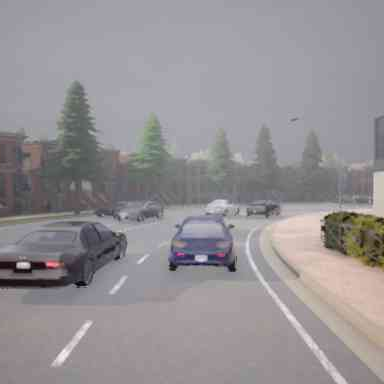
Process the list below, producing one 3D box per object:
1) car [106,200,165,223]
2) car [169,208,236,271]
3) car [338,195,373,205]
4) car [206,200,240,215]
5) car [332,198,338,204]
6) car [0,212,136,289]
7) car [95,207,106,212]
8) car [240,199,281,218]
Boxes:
[{"bbox_3d":[-3.709,1.379,24.341,2.128,1.511,4.902,0,0,22],"label":"car"},{"bbox_3d":[0.387,1.476,10.622,1.812,1.442,4.674,0,0,4],"label":"car"},{"bbox_3d":[26.159,1.260,52.435,4.892,1.490,1.837,0,0,-17],"label":"car"},{"bbox_3d":[2.762,1.389,29.433,1.812,1.442,4.674,0,0,29],"label":"car"},{"bbox_3d":[25.977,1.243,56.040,4.892,1.490,1.837,0,0,-17],"label":"car"},{"bbox_3d":[-3.243,1.505,9.159,2.033,1.411,5.357,0,0,3],"label":"car"},{"bbox_3d":[-6.053,1.472,27.969,1.895,1.301,4.718,0,0,24],"label":"car"},{"bbox_3d":[6.208,1.360,28.385,2.128,1.511,4.902,0,0,31],"label":"car"}]
